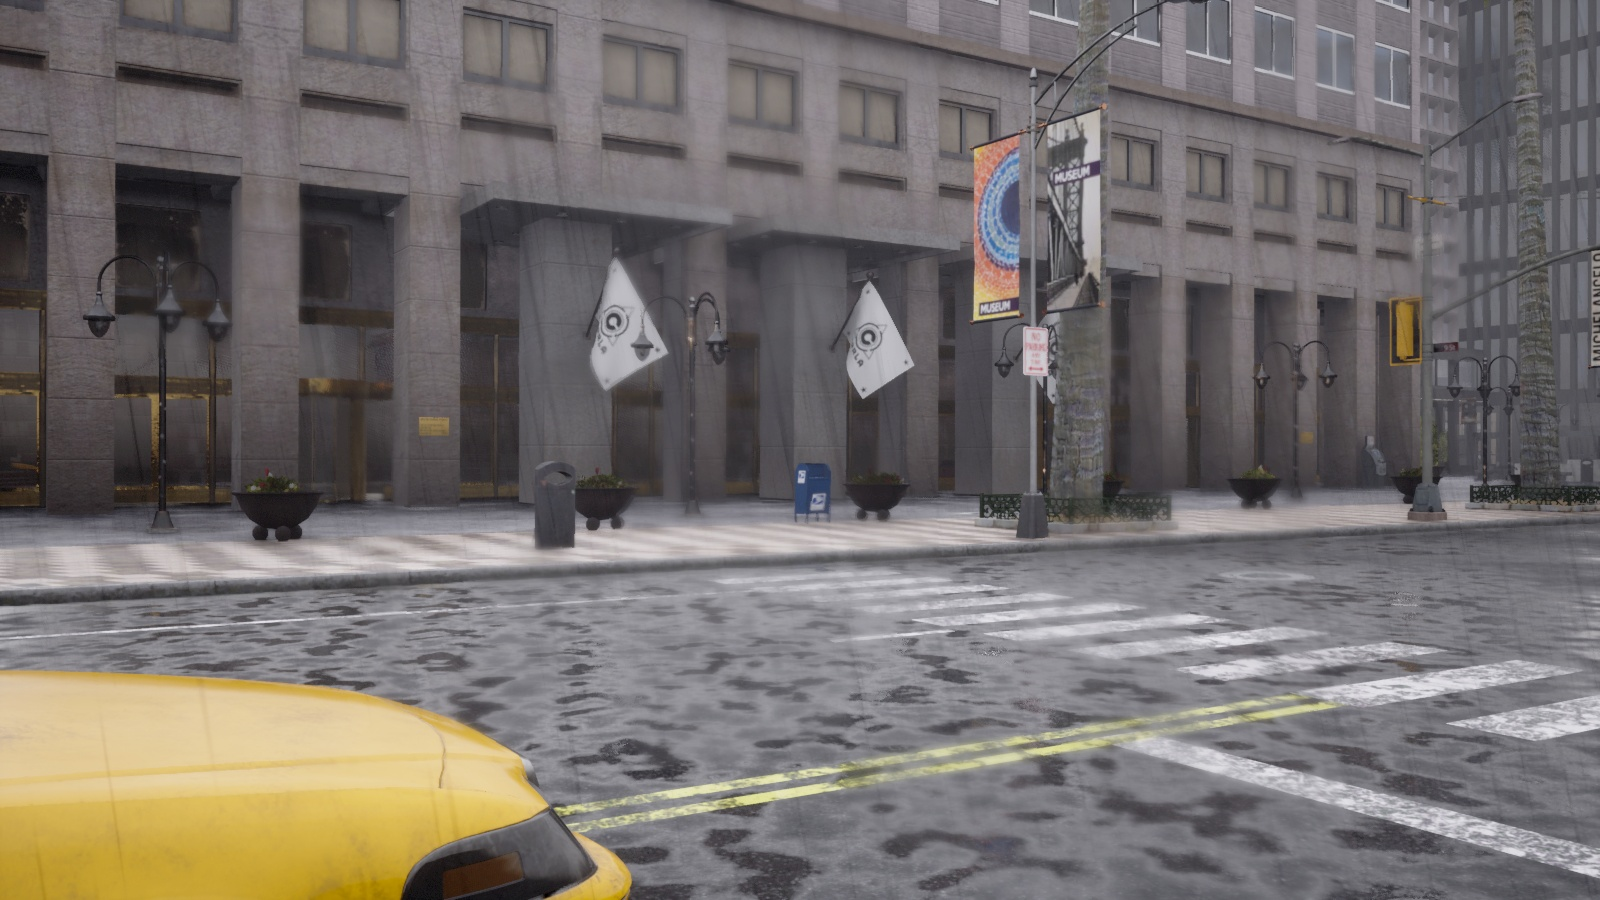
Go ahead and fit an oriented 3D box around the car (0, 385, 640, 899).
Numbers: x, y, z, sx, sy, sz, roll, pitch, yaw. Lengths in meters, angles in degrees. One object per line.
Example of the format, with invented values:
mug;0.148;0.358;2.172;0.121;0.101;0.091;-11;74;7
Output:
car;-3.013;0.694;1.635;5.366;1.575;1.801;0;0;-36
